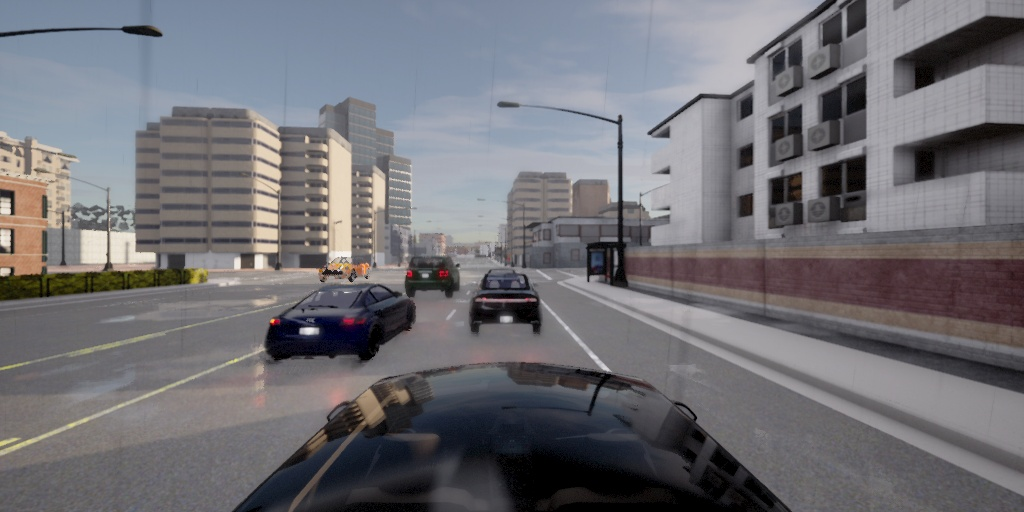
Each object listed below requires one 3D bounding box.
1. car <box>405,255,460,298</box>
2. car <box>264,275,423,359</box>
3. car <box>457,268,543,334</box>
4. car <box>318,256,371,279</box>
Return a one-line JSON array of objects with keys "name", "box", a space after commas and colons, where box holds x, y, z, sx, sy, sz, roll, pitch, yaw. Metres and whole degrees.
[{"name": "car", "box": [-4.003, 0.979, 18.744, 2.150, 2.045, 5.566, 0, 0, -3]}, {"name": "car", "box": [-3.649, 1.316, 8.412, 1.994, 1.385, 4.181, 0, 0, -1]}, {"name": "car", "box": [-0.206, 1.245, 10.691, 2.128, 1.511, 4.902, 0, 0, -2]}, {"name": "car", "box": [-11.399, 0.769, 24.655, 2.097, 1.767, 4.553, 0, 0, -3]}]
